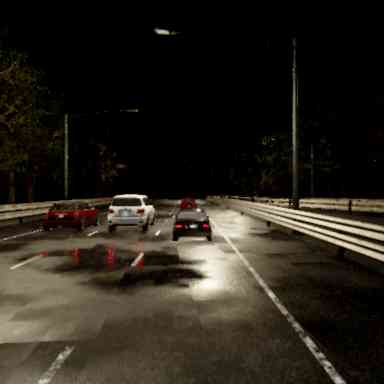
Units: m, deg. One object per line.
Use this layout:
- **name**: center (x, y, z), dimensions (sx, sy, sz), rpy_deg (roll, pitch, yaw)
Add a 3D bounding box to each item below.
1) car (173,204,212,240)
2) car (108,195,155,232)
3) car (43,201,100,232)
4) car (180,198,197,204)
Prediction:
- **car**: center (-0.002, 1.531, 16.793), dimensions (2.033, 1.411, 5.357), rpy_deg (0, 0, -1)
- **car**: center (-3.546, 1.204, 20.198), dimensions (2.150, 2.045, 5.566), rpy_deg (0, 0, -1)
- **car**: center (-7.048, 1.336, 19.976), dimensions (2.097, 1.767, 4.553), rpy_deg (0, 0, -1)
- **car**: center (-0.407, 1.460, 38.585), dimensions (1.882, 1.535, 5.008), rpy_deg (0, 0, -1)
